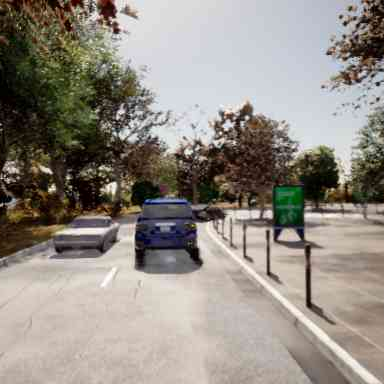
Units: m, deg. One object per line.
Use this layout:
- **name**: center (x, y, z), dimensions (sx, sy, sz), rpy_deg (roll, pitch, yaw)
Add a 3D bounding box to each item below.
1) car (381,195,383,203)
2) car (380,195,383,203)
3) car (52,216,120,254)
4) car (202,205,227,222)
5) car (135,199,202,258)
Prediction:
- **car**: center (49.166, 1.748, 80.622), dimensions (5.566, 2.045, 2.435), rpy_deg (-1, -2, 33)
- **car**: center (46.194, 1.627, 76.040), dimensions (5.566, 2.045, 2.435), rpy_deg (-1, -2, 33)
- **car**: center (-4.366, 1.721, 14.317), dimensions (1.895, 1.301, 4.718), rpy_deg (-1, 0, -4)
- **car**: center (1.361, 1.762, 28.623), dimensions (1.994, 1.385, 4.181), rpy_deg (-1, -1, 35)
- **car**: center (-0.885, 1.295, 13.226), dimensions (2.150, 2.045, 5.566), rpy_deg (-1, -1, -1)
